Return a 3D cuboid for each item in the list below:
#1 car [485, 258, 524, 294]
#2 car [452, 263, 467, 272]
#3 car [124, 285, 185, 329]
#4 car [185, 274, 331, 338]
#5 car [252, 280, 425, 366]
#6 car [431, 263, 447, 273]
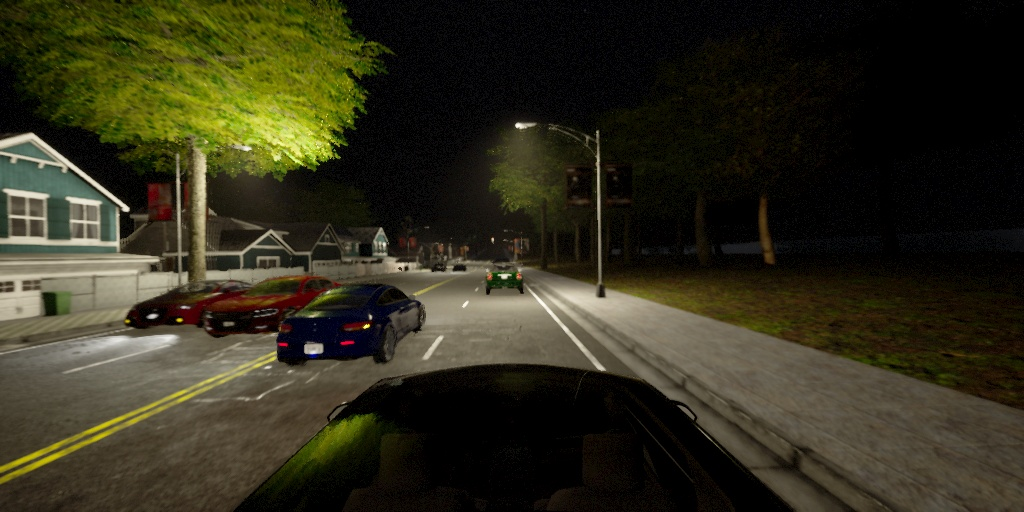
[{"bbox_3d":[-0.464,1.173,21.306,2.097,1.767,4.553,-1,0,-2],"label":"car"},{"bbox_3d":[-8.172,1.853,56.463,1.994,1.385,4.181,-1,-1,-2],"label":"car"},{"bbox_3d":[-10.108,1.504,12.017,1.994,1.385,4.181,-1,0,-2],"label":"car"},{"bbox_3d":[-6.829,1.358,11.041,1.882,1.535,5.008,-1,0,-2],"label":"car"},{"bbox_3d":[-3.281,1.337,8.096,1.812,1.442,4.674,-1,0,-2],"label":"car"},{"bbox_3d":[-11.420,1.890,56.364,1.837,1.490,4.892,-1,-1,-2],"label":"car"}]
